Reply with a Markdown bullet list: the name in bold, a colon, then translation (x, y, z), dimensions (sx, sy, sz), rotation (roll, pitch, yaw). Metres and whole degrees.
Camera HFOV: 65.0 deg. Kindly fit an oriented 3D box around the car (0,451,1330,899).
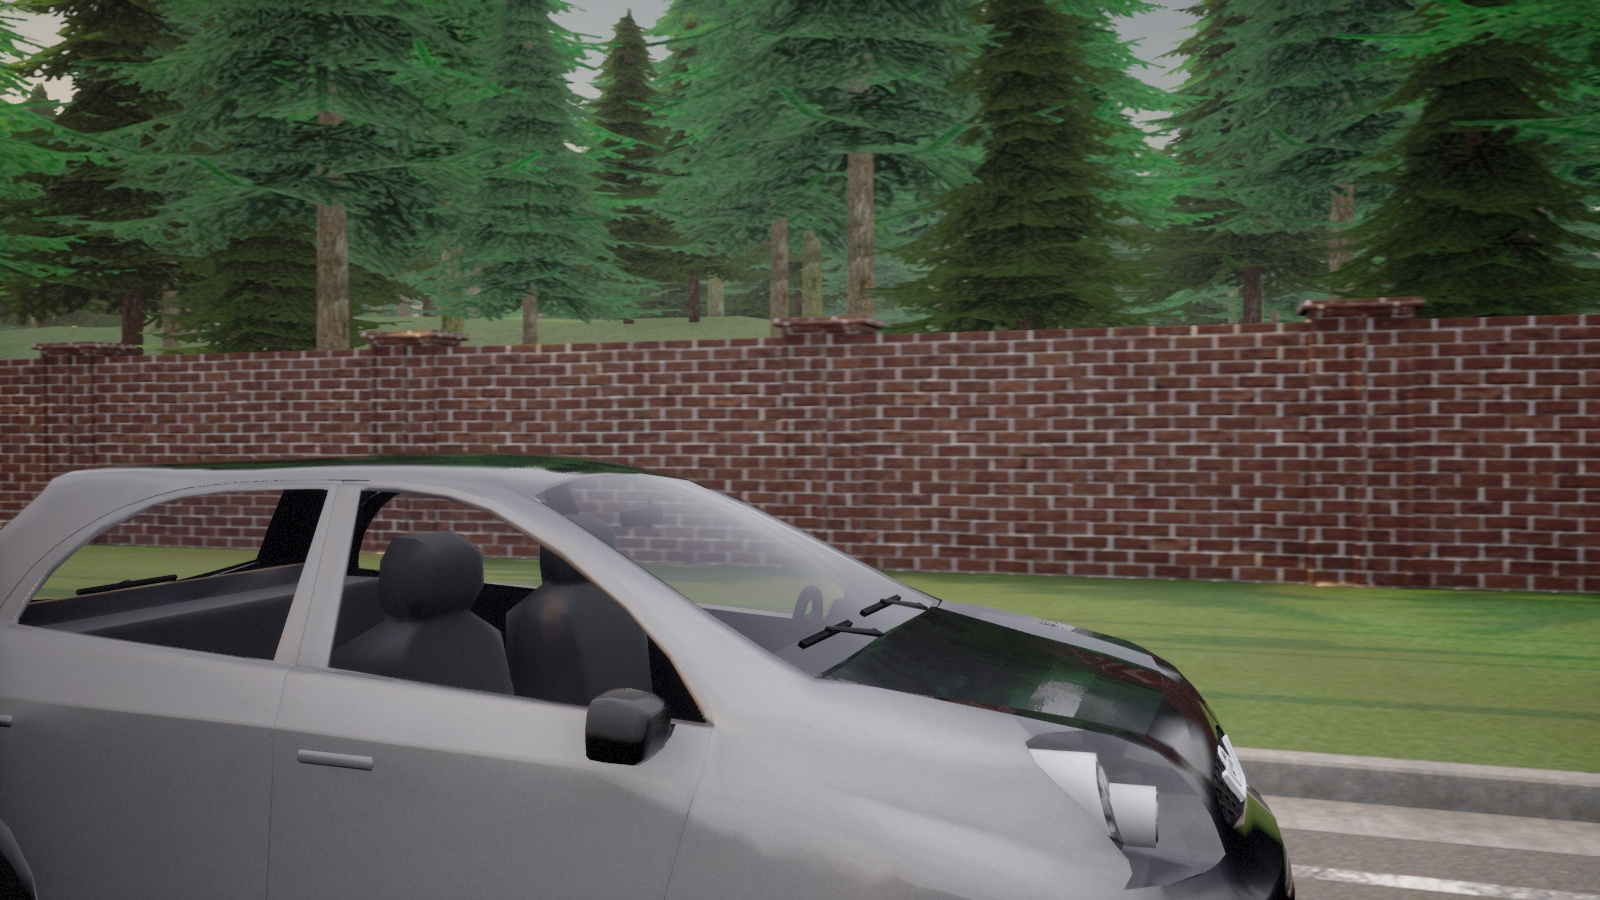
- **car**: translation (-0.613, 0.784, 3.400), dimensions (3.633, 1.501, 1.845), rotation (1, 1, 19)
